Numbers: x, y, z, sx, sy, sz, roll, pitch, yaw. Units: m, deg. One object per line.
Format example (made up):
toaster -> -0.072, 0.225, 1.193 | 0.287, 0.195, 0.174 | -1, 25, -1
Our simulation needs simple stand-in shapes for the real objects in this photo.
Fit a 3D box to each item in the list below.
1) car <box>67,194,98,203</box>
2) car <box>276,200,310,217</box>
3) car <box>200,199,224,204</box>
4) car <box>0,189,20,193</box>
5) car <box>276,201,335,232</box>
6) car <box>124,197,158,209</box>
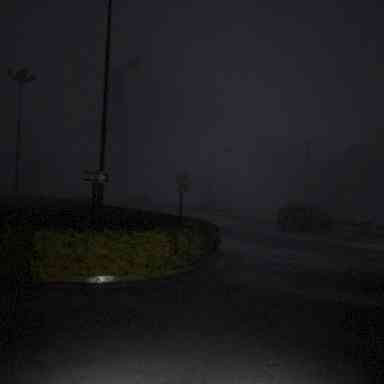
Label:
car -> -12.492, 0.931, 38.645 | 4.902, 1.511, 2.128 | 3, 0, 33
car -> 11.960, 1.959, 39.371 | 3.866, 1.878, 1.905 | 3, 0, -38
car -> 3.115, 1.730, 49.561 | 4.193, 1.474, 1.816 | 3, 0, -38
car -> -22.670, 0.430, 39.657 | 4.902, 1.511, 2.128 | 3, 0, -26
car -> 7.950, 1.735, 23.142 | 4.605, 1.855, 1.932 | 3, 0, -38
car -> -6.193, 1.273, 40.611 | 3.905, 1.438, 1.784 | 3, 0, -38
